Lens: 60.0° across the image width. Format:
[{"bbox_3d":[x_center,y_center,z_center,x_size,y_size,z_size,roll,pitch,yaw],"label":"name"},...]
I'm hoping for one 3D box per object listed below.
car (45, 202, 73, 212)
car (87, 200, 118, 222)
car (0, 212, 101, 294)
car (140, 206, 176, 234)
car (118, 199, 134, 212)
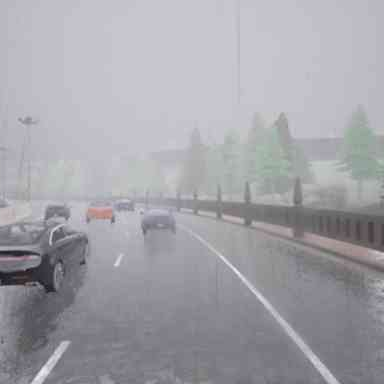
[{"bbox_3d":[-11.633,1.618,29.073,1.837,1.490,4.892,0,0,-17],"label":"car"},{"bbox_3d":[-7.382,1.439,26.951,2.097,1.767,4.553,0,0,-15],"label":"car"},{"bbox_3d":[-4.037,1.529,8.813,2.128,1.511,4.902,0,0,-5],"label":"car"},{"bbox_3d":[-2.045,1.571,19.505,1.812,1.442,4.674,0,0,-10],"label":"car"},{"bbox_3d":[-8.420,1.594,40.698,1.882,1.535,5.008,0,0,-22],"label":"car"}]
